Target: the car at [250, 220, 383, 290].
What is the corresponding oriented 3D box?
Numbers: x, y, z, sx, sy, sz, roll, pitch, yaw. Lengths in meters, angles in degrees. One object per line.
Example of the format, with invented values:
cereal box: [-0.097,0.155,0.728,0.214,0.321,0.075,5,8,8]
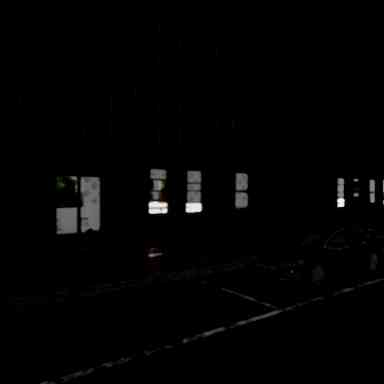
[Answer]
car: [3.494,1.557,9.053,4.403,1.369,2.008,0,0,-35]
